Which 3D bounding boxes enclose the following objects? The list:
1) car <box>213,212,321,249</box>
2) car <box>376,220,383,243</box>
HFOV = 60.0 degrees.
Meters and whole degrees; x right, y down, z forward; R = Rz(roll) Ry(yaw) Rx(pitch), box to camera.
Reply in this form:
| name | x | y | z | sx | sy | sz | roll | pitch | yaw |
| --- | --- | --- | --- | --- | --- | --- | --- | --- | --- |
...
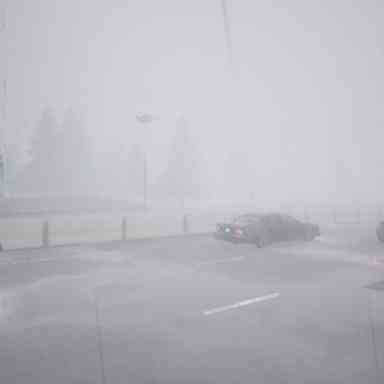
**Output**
| name | x | y | z | sx | sy | sz | roll | pitch | yaw |
| --- | --- | --- | --- | --- | --- | --- | --- | --- | --- |
| car | 3.472 | 1.599 | 14.833 | 5.357 | 1.411 | 2.033 | 0 | 0 | -35 |
| car | 10.317 | 1.632 | 15.414 | 4.674 | 1.442 | 1.812 | 1 | 0 | -35 |
